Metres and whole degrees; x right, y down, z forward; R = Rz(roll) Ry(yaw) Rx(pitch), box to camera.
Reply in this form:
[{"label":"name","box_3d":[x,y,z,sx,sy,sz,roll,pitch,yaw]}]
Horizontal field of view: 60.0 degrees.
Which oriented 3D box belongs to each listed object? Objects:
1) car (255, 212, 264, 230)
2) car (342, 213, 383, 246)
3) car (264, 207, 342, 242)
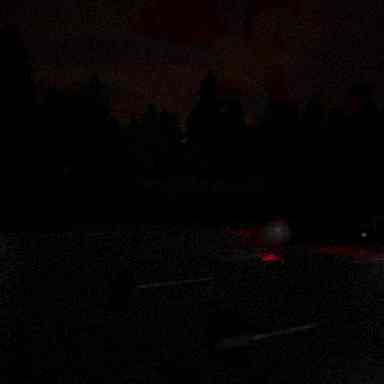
[{"label":"car","box_3d":[6.405,1.693,21.347,5.008,1.535,1.882,1,0,-26]},{"label":"car","box_3d":[9.443,1.678,15.042,5.008,1.535,1.882,1,0,-26]},{"label":"car","box_3d":[6.463,1.693,17.487,4.892,1.490,1.837,1,0,-26]}]
